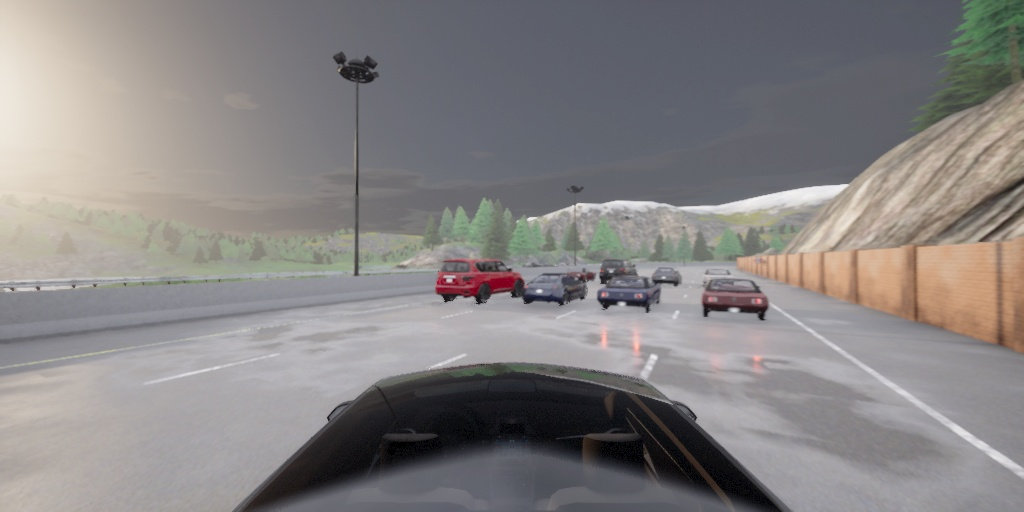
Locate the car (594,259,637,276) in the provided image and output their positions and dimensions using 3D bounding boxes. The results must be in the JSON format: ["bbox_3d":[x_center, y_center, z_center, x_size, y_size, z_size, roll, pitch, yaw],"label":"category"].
[{"bbox_3d":[8.746,1.264,29.361,2.150,2.045,5.566,0,0,28],"label":"car"}]

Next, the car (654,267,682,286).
[{"bbox_3d":[12.229,1.590,28.428,1.994,1.385,4.181,0,-1,29],"label":"car"}]

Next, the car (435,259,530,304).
[{"bbox_3d":[-1.418,1.151,17.798,2.150,2.045,5.566,0,0,28],"label":"car"}]

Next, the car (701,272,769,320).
[{"bbox_3d":[8.163,1.469,13.430,1.895,1.301,4.718,0,-1,29],"label":"car"}]

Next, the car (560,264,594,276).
[{"bbox_3d":[5.989,1.668,31.608,1.895,1.301,4.718,0,-1,29],"label":"car"}]

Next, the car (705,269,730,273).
[{"bbox_3d":[15.244,1.604,26.651,1.895,1.301,4.718,0,-1,29],"label":"car"}]

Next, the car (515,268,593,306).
[{"bbox_3d":[2.119,1.477,16.965,1.994,1.385,4.181,0,-1,29],"label":"car"}]

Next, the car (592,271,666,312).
[{"bbox_3d":[5.076,1.490,15.080,1.895,1.301,4.718,0,-1,29],"label":"car"}]
